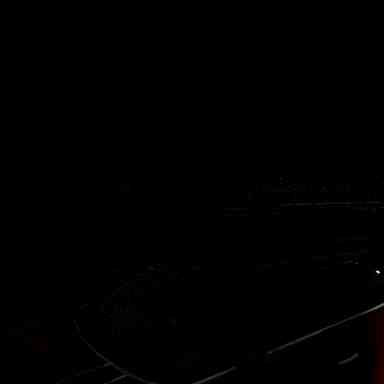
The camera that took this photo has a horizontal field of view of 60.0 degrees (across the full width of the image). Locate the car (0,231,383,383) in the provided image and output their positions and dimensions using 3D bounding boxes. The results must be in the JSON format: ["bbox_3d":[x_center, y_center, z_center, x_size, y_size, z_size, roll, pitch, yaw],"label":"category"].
[{"bbox_3d":[0.186,1.338,3.054,4.553,1.767,2.097,0,0,-34],"label":"car"}]
